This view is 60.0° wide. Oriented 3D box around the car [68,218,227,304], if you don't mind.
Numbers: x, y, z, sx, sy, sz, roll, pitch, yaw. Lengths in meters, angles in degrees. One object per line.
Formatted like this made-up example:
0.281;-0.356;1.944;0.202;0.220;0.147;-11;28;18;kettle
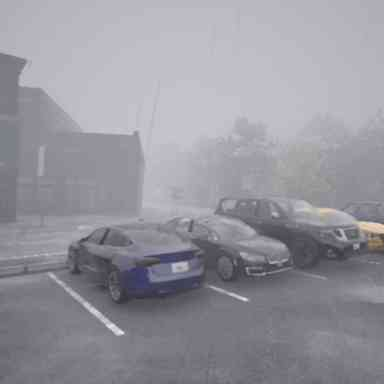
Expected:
-1.583;1.504;8.350;2.163;1.488;4.792;0;0;-35;car

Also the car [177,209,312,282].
0.694;1.455;9.942;2.231;1.521;4.892;-1;0;-35;car

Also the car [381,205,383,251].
5.244;1.383;13.178;2.097;1.535;5.008;-1;1;-35;car

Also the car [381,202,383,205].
7.527;1.208;14.758;2.185;1.767;4.553;-1;1;-35;car

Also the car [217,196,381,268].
2.984;1.172;11.529;2.435;2.045;5.566;-1;0;-35;car
